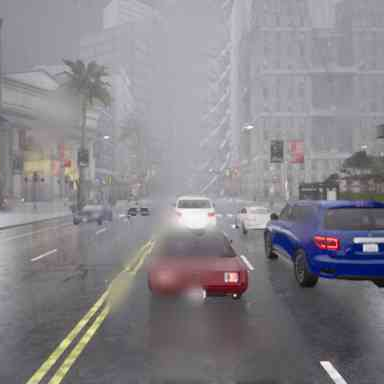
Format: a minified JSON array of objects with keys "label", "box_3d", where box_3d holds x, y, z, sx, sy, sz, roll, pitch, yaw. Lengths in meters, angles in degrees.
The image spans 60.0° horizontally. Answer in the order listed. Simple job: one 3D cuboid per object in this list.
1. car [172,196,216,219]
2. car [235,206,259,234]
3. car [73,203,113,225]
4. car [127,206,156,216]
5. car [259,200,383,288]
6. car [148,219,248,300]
[{"label":"car","box_3d":[0.107,1.216,18.123,2.150,2.045,5.566,0,0,0]},{"label":"car","box_3d":[3.591,1.520,18.922,1.812,1.442,4.674,0,0,0]},{"label":"car","box_3d":[-6.989,1.555,23.999,1.812,1.442,4.674,0,0,0]},{"label":"car","box_3d":[-3.489,1.202,23.967,1.895,1.301,4.718,0,0,0]},{"label":"car","box_3d":[3.605,1.219,9.402,2.150,2.045,5.566,0,0,0]},{"label":"car","box_3d":[0.109,1.598,8.356,1.895,1.301,4.718,0,0,0]}]
